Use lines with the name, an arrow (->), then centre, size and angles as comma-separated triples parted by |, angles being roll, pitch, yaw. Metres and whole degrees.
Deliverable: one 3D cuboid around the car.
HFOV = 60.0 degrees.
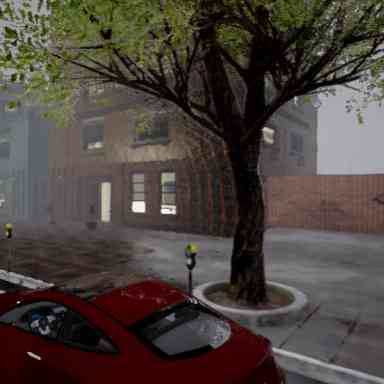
car -> -1.116, 1.575, 3.669 | 4.206, 1.307, 1.802 | 0, 0, 35
